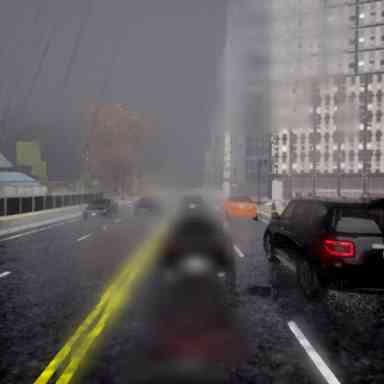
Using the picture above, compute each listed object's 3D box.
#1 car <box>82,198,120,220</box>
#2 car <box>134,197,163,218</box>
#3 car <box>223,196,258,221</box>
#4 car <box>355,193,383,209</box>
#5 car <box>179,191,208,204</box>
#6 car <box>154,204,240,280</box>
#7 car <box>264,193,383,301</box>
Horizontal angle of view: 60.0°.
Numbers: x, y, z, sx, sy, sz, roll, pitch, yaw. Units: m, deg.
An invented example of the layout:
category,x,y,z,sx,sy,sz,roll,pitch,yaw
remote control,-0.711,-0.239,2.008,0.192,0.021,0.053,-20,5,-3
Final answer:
category,x,y,z,sx,sy,sz,roll,pitch,yaw
car,-6.554,1.201,24.491,1.812,1.442,4.674,0,1,0
car,-3.297,1.163,26.034,1.837,1.490,4.892,0,0,0
car,3.369,1.034,24.138,2.097,1.767,4.553,0,1,0
car,23.077,1.118,41.083,5.009,1.841,2.192,1,3,20
car,0.119,1.034,24.171,2.097,1.767,4.553,0,1,0
car,0.099,1.348,9.568,1.882,1.535,5.008,0,1,0
car,3.343,1.108,8.206,2.150,2.045,5.566,0,1,0
